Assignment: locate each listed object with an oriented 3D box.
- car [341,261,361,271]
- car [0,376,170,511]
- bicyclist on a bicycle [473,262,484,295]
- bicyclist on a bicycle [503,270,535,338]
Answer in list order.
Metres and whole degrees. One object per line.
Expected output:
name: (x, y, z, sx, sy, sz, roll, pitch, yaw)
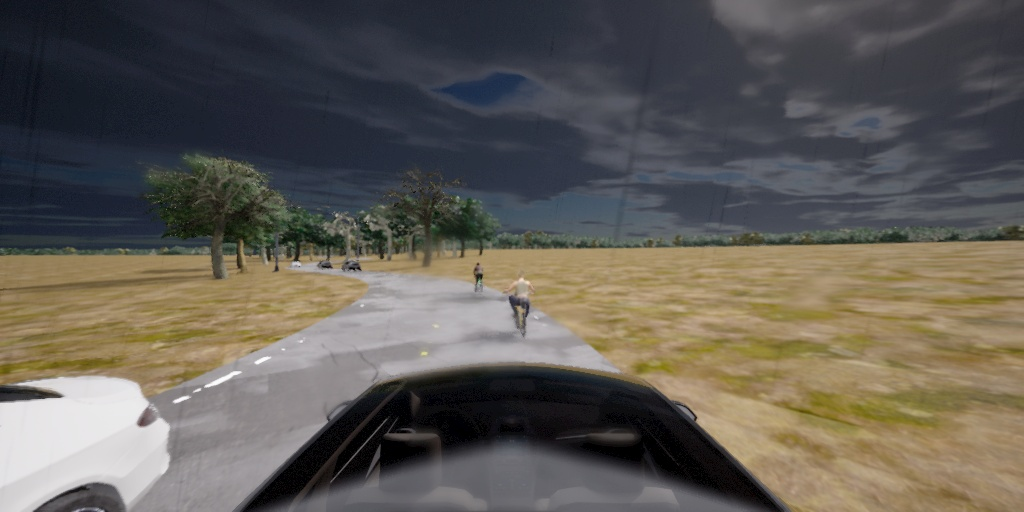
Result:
car: (-24.281, 1.535, 54.111, 1.837, 1.490, 4.892, 0, 0, -39)
car: (-3.307, 1.299, 0.620, 1.812, 1.442, 4.674, 0, 1, -1)
bicyclist on a bicycle: (-1.727, 1.161, 18.587, 0.582, 1.620, 1.656, 0, 0, -15)
bicyclist on a bicycle: (0.212, 1.144, 9.049, 0.866, 1.612, 1.509, 0, 0, -7)
